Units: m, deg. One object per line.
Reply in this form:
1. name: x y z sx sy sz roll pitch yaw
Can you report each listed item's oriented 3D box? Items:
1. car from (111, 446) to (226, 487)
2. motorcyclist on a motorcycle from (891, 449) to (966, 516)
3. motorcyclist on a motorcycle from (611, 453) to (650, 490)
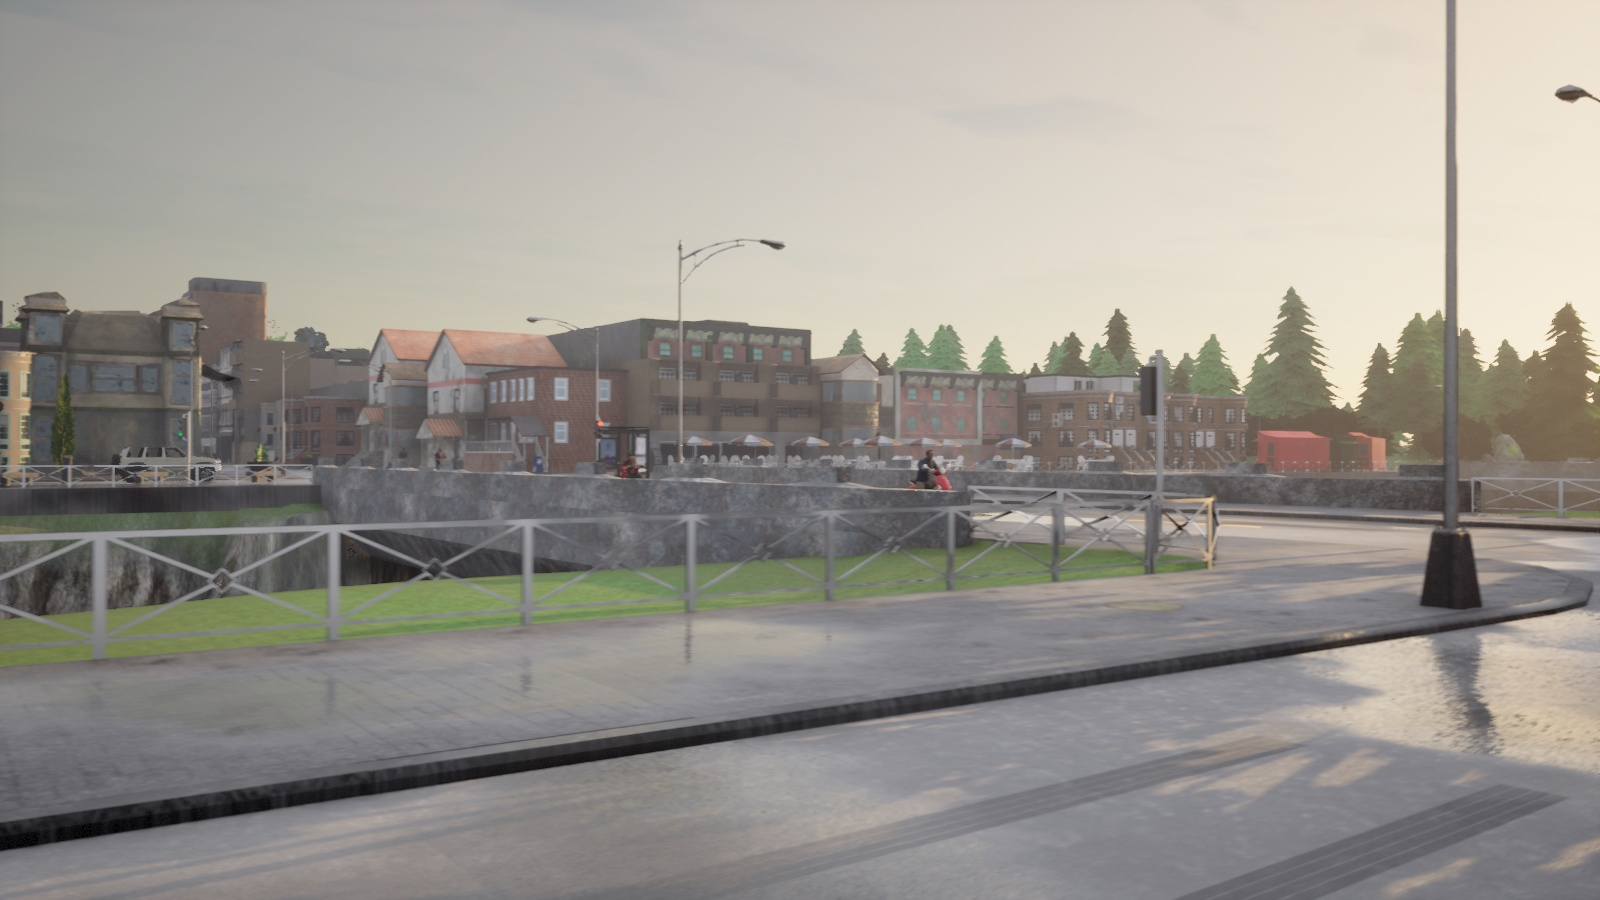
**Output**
1. car: -29.592 0.768 58.874 4.605 1.855 1.932 0 0 -35
2. motorcyclist on a motorcycle: 3.129 0.767 30.710 0.866 1.590 1.817 0 0 -34
3. motorcyclist on a motorcycle: -7.059 0.870 52.263 0.797 1.523 2.044 0 0 -34
